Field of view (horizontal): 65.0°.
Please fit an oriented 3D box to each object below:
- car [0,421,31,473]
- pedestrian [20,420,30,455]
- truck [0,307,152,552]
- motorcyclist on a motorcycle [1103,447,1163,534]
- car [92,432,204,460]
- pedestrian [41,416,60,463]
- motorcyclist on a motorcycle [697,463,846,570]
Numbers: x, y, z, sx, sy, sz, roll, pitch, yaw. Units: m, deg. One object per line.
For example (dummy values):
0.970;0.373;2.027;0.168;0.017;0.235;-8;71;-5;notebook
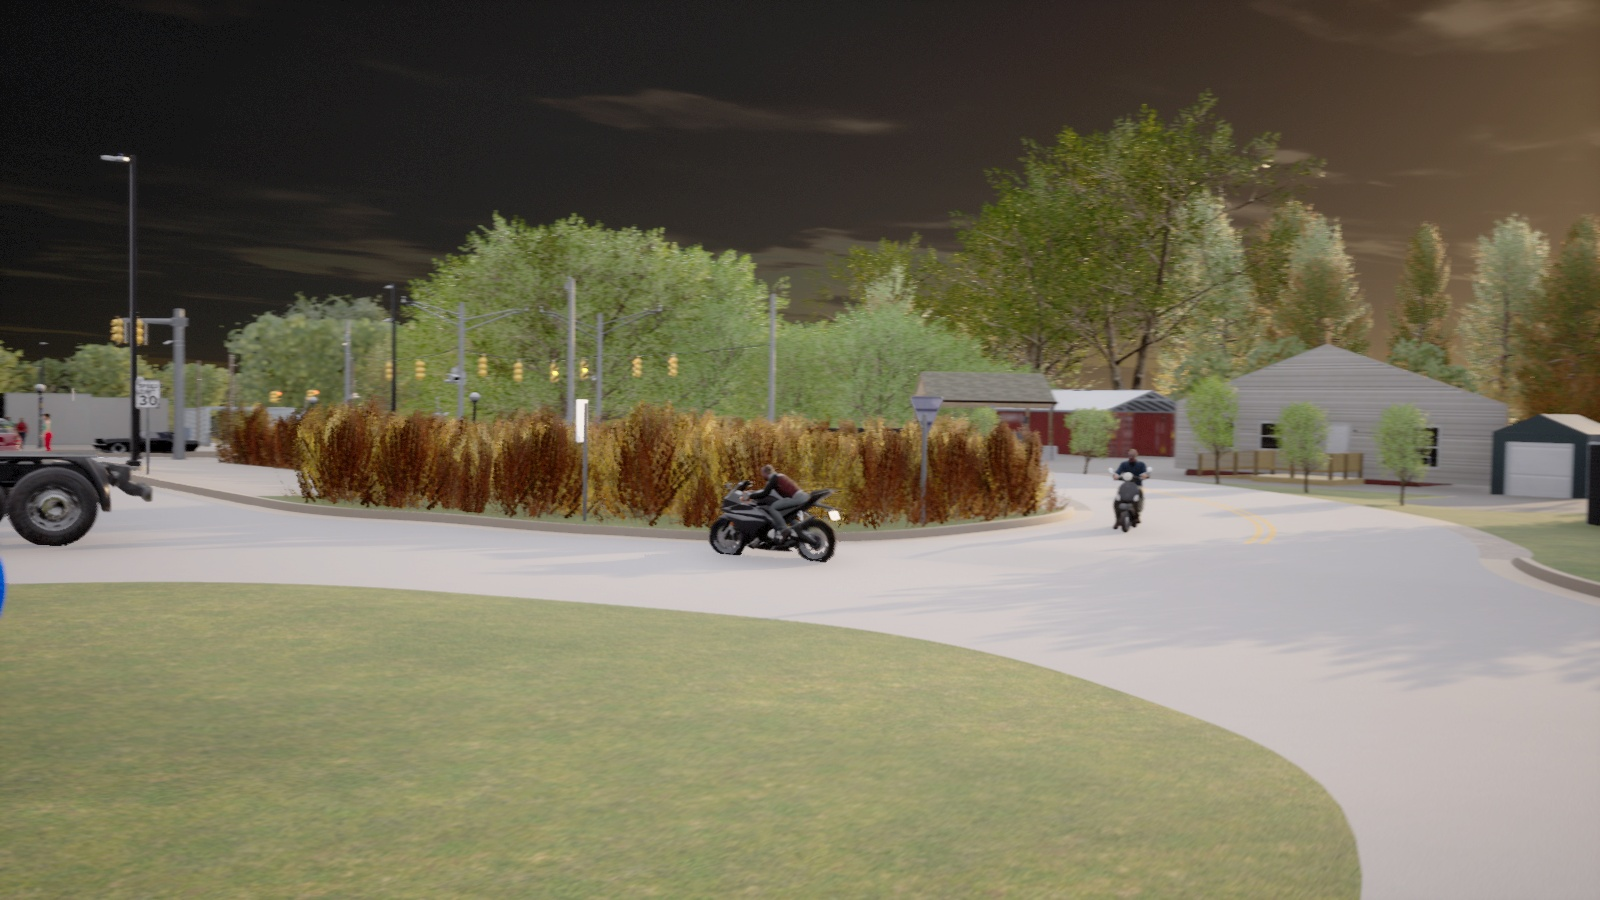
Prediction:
-25.046;-0.107;38.618;1.789;1.549;3.705;-2;2;-41;car
-40.717;-0.654;65.975;0.331;1.846;0.636;0;2;-21;pedestrian
-13.802;-0.318;17.926;7.936;3.462;2.891;0;1;-30;truck
6.493;0.755;24.456;0.866;1.590;1.817;1;1;22;motorcyclist on a motorcycle
-33.563;-0.210;64.703;4.718;1.301;1.895;1;1;-45;car
-29.322;-0.401;49.132;0.594;1.836;0.345;0;2;-26;pedestrian
-0.460;1.016;19.957;2.191;1.530;0.866;2;2;25;motorcyclist on a motorcycle
